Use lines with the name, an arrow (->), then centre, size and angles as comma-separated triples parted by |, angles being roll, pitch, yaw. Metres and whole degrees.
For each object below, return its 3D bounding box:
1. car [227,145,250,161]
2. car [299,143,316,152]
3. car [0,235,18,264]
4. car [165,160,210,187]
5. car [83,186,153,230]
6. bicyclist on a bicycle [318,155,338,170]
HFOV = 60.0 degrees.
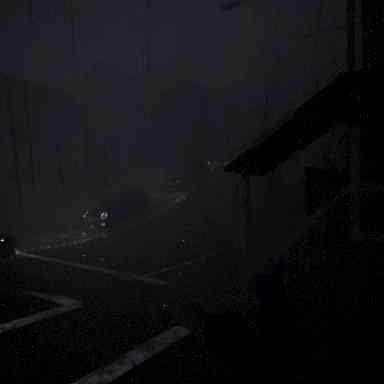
car -> 5.302, -4.121, 34.773 | 1.994, 1.385, 4.181 | 0, 10, 35
car -> 13.072, -5.427, 39.537 | 2.033, 1.411, 5.357 | 0, 9, 36
car -> -6.778, 1.666, 9.260 | 1.895, 1.301, 4.718 | 0, -1, -4
car -> -0.340, -1.615, 26.659 | 1.837, 1.490, 4.892 | 0, 19, 34
car -> -4.547, 0.835, 20.486 | 2.097, 1.767, 4.553 | 0, 15, 34
bicyclist on a bicycle -> 7.858, -1.329, 19.170 | 1.656, 1.620, 0.582 | 1, 17, 39
